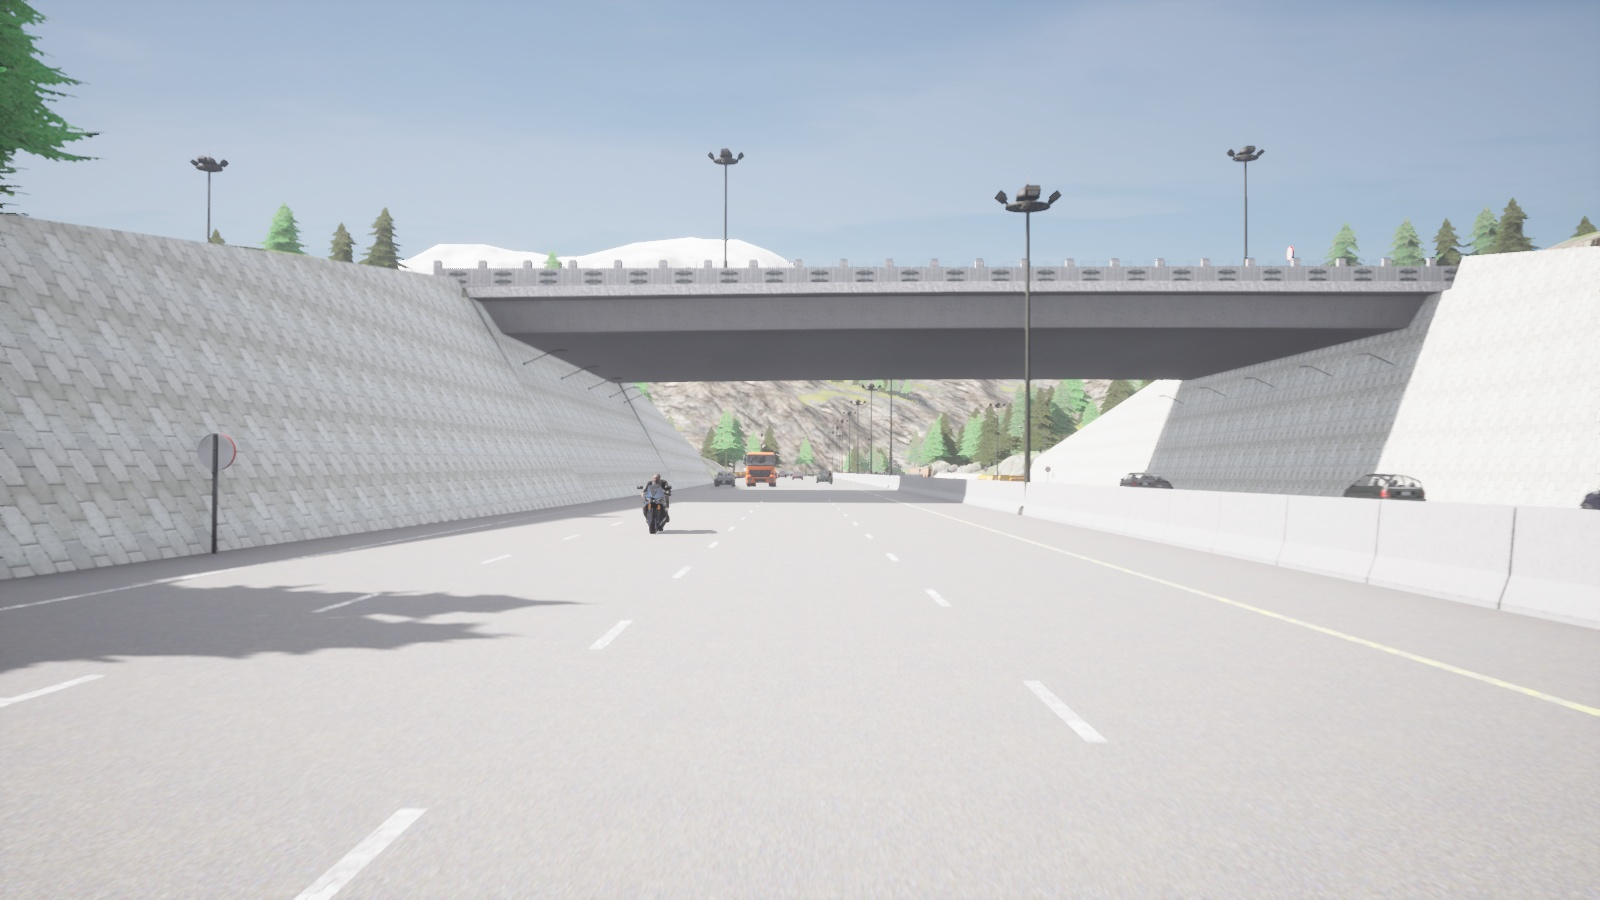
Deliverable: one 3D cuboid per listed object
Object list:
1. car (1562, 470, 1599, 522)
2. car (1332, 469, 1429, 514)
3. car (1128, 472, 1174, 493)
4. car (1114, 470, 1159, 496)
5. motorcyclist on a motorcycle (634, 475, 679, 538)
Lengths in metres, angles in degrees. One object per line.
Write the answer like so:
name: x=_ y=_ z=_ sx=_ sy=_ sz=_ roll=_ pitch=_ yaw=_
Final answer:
car: x=24.411 y=1.348 z=36.886 sx=1.845 sy=1.501 sz=3.633 roll=0 pitch=-1 yaw=0
car: x=20.889 y=1.469 z=45.358 sx=1.789 sy=1.549 sz=3.705 roll=0 pitch=-1 yaw=0
car: x=24.293 y=2.238 z=87.039 sx=1.994 sy=1.385 sz=4.181 roll=0 pitch=-1 yaw=0
car: x=20.812 y=2.012 z=77.754 sx=1.789 sy=1.549 sz=3.705 roll=0 pitch=-1 yaw=0
motorcyclist on a motorcycle: x=-3.576 y=1.391 z=31.472 sx=0.866 sy=1.530 sz=2.191 roll=0 pitch=-1 yaw=0
